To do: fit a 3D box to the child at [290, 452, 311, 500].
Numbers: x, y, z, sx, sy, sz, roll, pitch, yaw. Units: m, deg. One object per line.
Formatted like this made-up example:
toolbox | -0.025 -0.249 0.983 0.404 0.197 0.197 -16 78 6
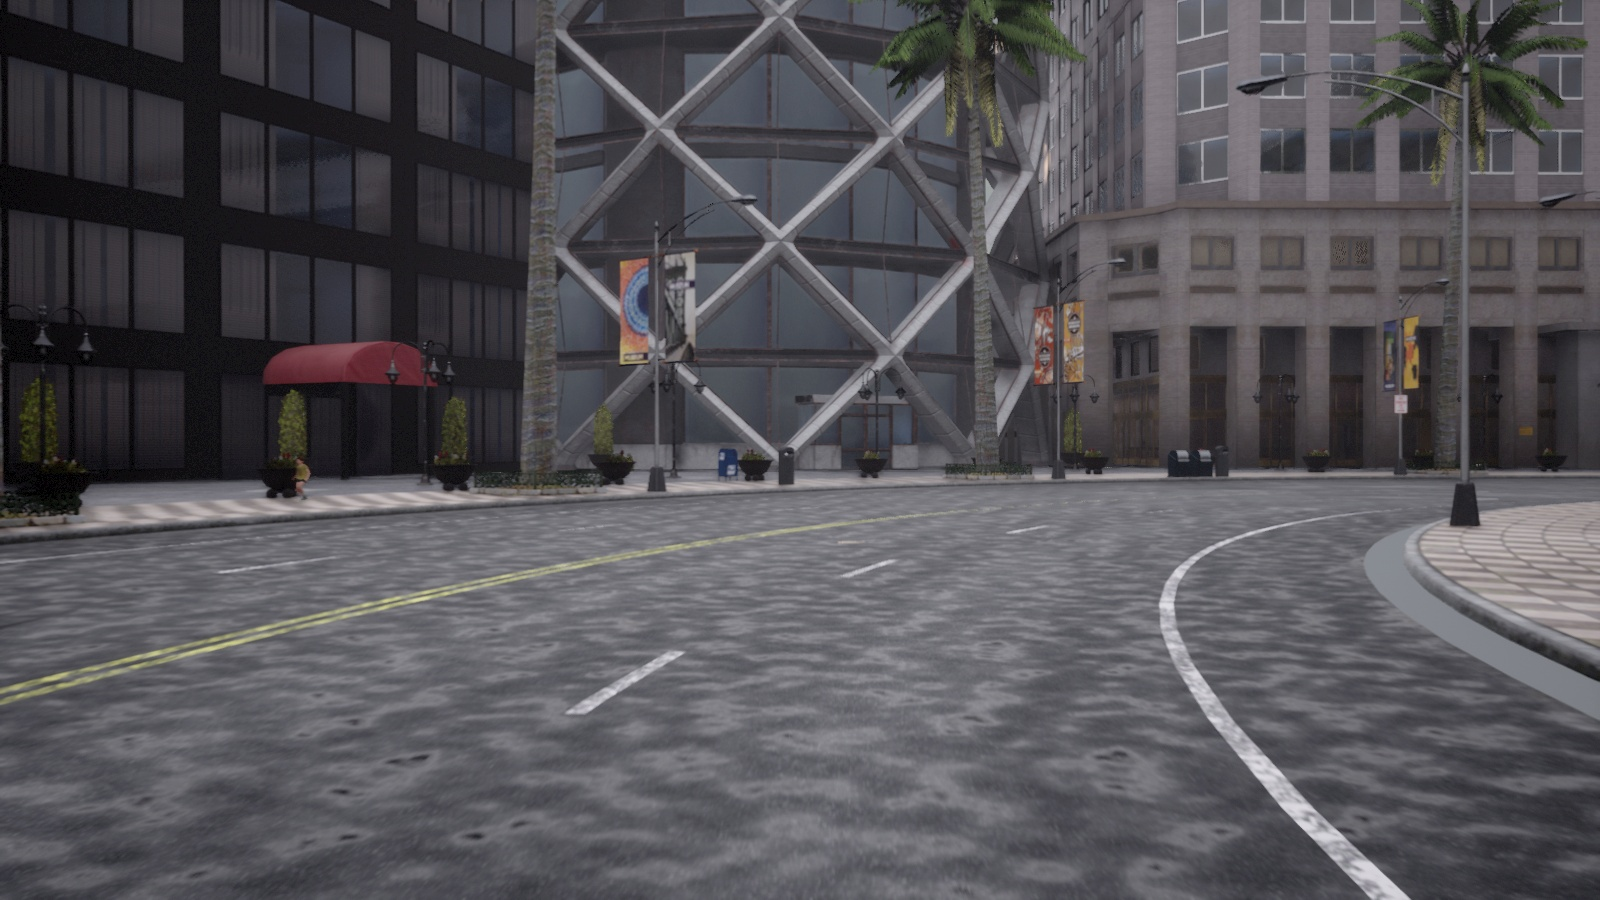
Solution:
child | -11.684 0.613 29.360 0.255 1.110 0.394 0 0 24
